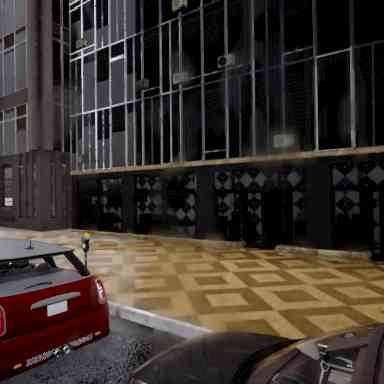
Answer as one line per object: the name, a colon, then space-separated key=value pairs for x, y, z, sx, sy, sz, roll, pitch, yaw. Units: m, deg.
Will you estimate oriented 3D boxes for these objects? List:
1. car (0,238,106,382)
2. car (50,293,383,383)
car: x=-3.220 y=1.442 z=5.175 sx=4.097 sy=1.590 sz=1.967 roll=0 pitch=-1 yaw=35
car: x=1.387 y=1.551 z=1.899 sx=4.403 sy=1.369 sz=2.008 roll=0 pitch=-1 yaw=35
